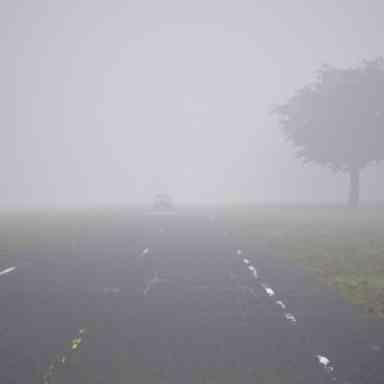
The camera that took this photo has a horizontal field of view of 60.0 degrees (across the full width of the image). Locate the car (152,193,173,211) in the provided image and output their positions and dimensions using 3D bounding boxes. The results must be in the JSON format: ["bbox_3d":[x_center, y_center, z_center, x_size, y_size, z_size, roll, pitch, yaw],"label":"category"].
[{"bbox_3d":[-3.575,1.204,41.399,2.150,2.045,5.566,0,0,0],"label":"car"}]
